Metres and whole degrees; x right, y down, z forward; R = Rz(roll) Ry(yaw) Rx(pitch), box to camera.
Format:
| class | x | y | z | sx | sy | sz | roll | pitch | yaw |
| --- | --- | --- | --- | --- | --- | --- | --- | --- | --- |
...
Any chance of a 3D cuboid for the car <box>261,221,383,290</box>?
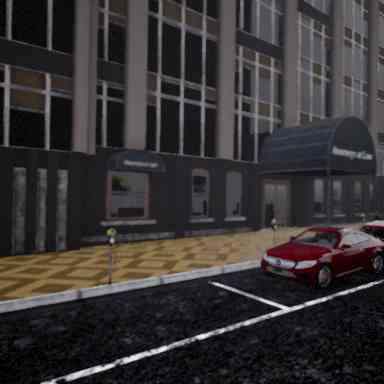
| class | x | y | z | sx | sy | sz | roll | pitch | yaw |
| --- | --- | --- | --- | --- | --- | --- | --- | --- | --- |
| car | 3.780 | 1.640 | 9.246 | 4.206 | 1.307 | 1.802 | 0 | 1 | -36 |

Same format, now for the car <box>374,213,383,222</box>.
| class | x | y | z | sx | sy | sz | roll | pitch | yaw |
| --- | --- | --- | --- | --- | --- | --- | --- | --- | --- |
| car | 8.297 | 1.411 | 12.466 | 5.009 | 1.841 | 2.192 | 0 | 1 | -36 |
